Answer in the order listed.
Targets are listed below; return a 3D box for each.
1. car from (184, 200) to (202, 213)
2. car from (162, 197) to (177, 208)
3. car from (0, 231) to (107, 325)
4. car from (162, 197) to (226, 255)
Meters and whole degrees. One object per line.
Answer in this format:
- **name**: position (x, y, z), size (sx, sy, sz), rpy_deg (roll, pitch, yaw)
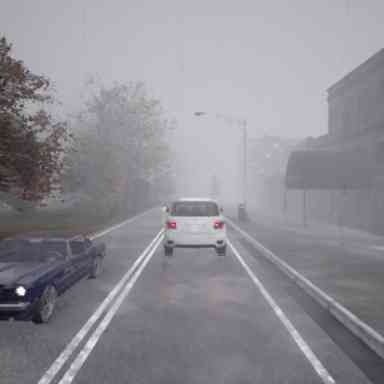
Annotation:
- **car**: position (0.120, 1.621, 37.961), size (1.895, 1.301, 4.718), rpy_deg (0, 0, 0)
- **car**: position (-3.295, 1.527, 50.043), size (1.837, 1.490, 4.892), rpy_deg (0, -1, 0)
- **car**: position (-3.347, 1.605, 7.242), size (1.895, 1.301, 4.718), rpy_deg (0, 0, 0)
- **car**: position (0.106, 1.230, 13.383), size (2.150, 2.045, 5.566), rpy_deg (0, 0, 0)
